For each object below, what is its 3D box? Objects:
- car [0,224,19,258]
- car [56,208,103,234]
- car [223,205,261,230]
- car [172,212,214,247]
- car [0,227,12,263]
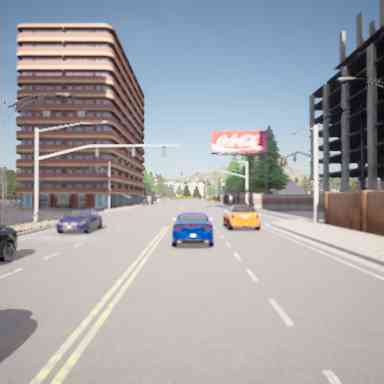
[{"bbox_3d":[-7.126,1.627,9.951,2.128,1.511,4.902,0,-1,0],"label":"car"},{"bbox_3d":[-7.095,1.813,21.544,1.812,1.442,4.674,0,-1,0],"label":"car"},{"bbox_3d":[3.405,1.663,23.501,2.097,1.767,4.553,0,-1,0],"label":"car"},{"bbox_3d":[0.034,1.696,16.403,1.882,1.535,5.008,0,-1,0],"label":"car"},{"bbox_3d":[-3.602,1.386,2.382,2.097,1.767,4.553,0,-1,0],"label":"car"}]
